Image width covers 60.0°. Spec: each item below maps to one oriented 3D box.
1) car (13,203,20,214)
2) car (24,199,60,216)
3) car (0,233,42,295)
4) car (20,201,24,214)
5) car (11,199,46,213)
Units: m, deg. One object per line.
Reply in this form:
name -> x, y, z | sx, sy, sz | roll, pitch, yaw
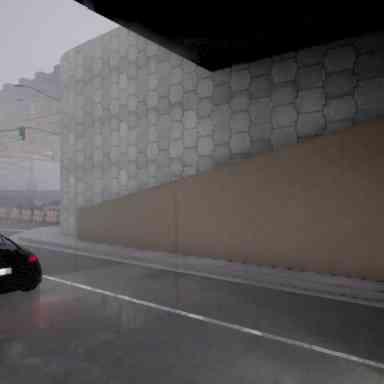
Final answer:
car -> -15.799, 1.452, 32.400 | 2.038, 1.542, 4.974 | 0, 0, -9
car -> -12.058, 1.295, 29.638 | 4.536, 1.218, 1.853 | 0, 0, 1
car -> -5.394, 1.564, 7.809 | 4.181, 1.385, 1.994 | 0, 0, 36
car -> -12.110, 1.452, 29.638 | 4.974, 1.542, 2.038 | 0, 0, 1
car -> -15.808, 1.295, 32.451 | 1.853, 1.218, 4.536 | 0, 0, -9
